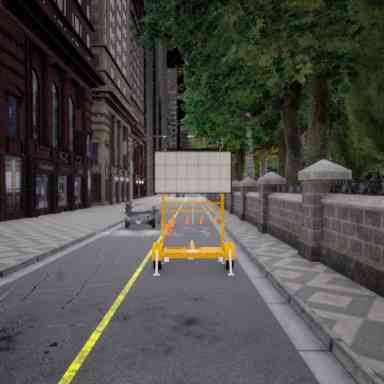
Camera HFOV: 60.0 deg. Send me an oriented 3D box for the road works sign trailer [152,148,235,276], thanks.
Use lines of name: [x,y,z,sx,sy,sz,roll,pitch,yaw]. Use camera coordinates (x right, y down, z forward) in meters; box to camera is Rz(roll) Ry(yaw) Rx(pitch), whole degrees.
road works sign trailer: [0.026,0.453,10.327,2.380,3.560,2.880,0,0,-1]

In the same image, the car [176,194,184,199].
car: [-3.111,0.645,87.127,2.150,2.045,5.566,0,1,0]

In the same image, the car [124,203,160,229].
car: [-3.113,1.488,21.614,1.812,1.442,4.674,0,0,0]
